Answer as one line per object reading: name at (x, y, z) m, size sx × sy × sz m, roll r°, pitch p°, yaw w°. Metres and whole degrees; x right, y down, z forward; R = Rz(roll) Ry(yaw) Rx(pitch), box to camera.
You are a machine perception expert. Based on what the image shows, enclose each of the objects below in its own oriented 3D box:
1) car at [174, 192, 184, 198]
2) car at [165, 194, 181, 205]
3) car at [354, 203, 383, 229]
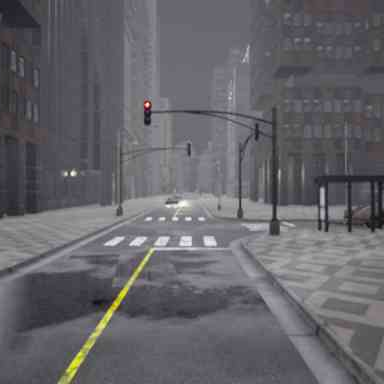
car at (-3.140, 0.930, 69.227) m, size 1.882 × 1.535 × 5.008 m, roll 0°, pitch 0°, yaw 0°
car at (-3.195, 1.438, 53.782) m, size 1.994 × 1.385 × 4.181 m, roll 0°, pitch 0°, yaw 0°
car at (11.466, 1.380, 19.565) m, size 4.674 × 1.442 × 1.812 m, roll 0°, pitch -1°, yaw 0°
